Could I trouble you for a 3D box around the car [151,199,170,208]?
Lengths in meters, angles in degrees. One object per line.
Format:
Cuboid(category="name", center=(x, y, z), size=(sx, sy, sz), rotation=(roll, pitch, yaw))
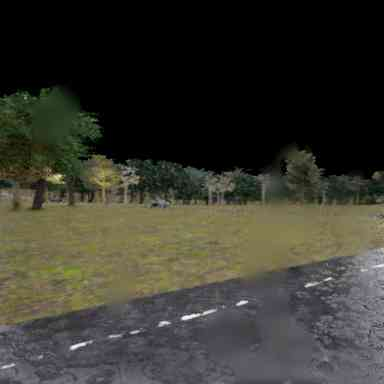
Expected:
Cuboid(category="car", center=(-6.154, 2.211, 64.439), size=(2.097, 1.767, 4.553), rotation=(3, -3, -34))
